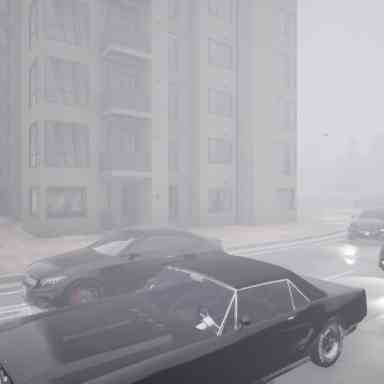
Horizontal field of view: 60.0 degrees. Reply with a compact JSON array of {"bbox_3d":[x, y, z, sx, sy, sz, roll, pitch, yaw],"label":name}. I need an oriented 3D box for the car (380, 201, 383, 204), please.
[{"bbox_3d":[14.205,1.565,22.569,1.994,1.385,4.181,0,0,25],"label":"car"}]

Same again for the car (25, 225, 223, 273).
[{"bbox_3d":[-1.214,1.526,7.512,4.674,1.442,1.812,0,0,-37],"label":"car"}]

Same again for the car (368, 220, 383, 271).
[{"bbox_3d":[7.077,1.564,9.549,4.181,1.385,1.994,0,0,-40],"label":"car"}]

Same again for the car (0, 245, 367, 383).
[{"bbox_3d":[0.162,1.601,4.155,4.718,1.301,1.895,0,0,-37],"label":"car"}]

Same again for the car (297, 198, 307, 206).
[{"bbox_3d":[16.394,1.601,54.732,1.895,1.301,4.718,0,0,-33],"label":"car"}]

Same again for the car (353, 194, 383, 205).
[{"bbox_3d":[22.717,1.221,41.459,2.150,2.045,5.566,0,0,-13],"label":"car"}]

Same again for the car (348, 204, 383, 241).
[{"bbox_3d":[8.929,1.506,15.726,1.837,1.490,4.892,0,0,42],"label":"car"}]
